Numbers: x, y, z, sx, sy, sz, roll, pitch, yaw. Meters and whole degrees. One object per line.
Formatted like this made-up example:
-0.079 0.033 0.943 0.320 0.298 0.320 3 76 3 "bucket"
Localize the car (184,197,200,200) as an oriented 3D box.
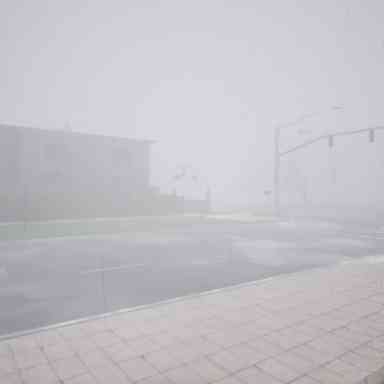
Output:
-0.157 1.655 66.190 1.882 1.535 5.008 0 0 -36 "car"
